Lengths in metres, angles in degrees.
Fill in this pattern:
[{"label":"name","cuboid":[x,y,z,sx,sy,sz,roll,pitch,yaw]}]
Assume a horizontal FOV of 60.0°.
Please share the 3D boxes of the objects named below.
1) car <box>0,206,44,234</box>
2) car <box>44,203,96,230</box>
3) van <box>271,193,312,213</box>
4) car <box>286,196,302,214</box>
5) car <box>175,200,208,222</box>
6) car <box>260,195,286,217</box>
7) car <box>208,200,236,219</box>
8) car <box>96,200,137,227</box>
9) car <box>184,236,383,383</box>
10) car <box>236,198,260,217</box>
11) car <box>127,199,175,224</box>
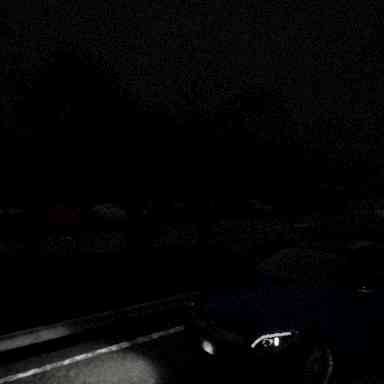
[{"label":"car","cuboid":[-10.349,1.514,19.318,2.002,1.452,4.674,0,0,-36]},{"label":"car","cuboid":[-8.089,1.455,20.932,2.097,1.535,5.008,0,0,-36]},{"label":"van","cuboid":[10.035,1.094,33.752,1.878,1.987,4.442,0,0,-36]},{"label":"car","cuboid":[7.695,1.366,32.259,2.163,1.488,4.792,0,0,-36]},{"label":"car","cuboid":[-1.322,1.403,25.783,2.097,1.535,5.008,0,0,-36]},{"label":"car","cuboid":[5.561,1.349,30.468,1.946,1.575,5.366,0,0,-36]},{"label":"car","cuboid":[0.943,1.387,27.388,2.231,1.521,4.892,0,0,-36]},{"label":"car","cuboid":[-5.833,1.478,22.548,2.002,1.452,4.674,0,0,-36]},{"label":"car","cuboid":[2.080,1.487,5.167,4.674,1.442,1.812,-1,0,-35]},{"label":"car","cuboid":[3.179,1.398,29.030,2.163,1.488,4.792,0,0,-36]},{"label":"car","cuboid":[-3.595,1.294,24.189,2.185,1.767,4.553,0,0,-36]}]
